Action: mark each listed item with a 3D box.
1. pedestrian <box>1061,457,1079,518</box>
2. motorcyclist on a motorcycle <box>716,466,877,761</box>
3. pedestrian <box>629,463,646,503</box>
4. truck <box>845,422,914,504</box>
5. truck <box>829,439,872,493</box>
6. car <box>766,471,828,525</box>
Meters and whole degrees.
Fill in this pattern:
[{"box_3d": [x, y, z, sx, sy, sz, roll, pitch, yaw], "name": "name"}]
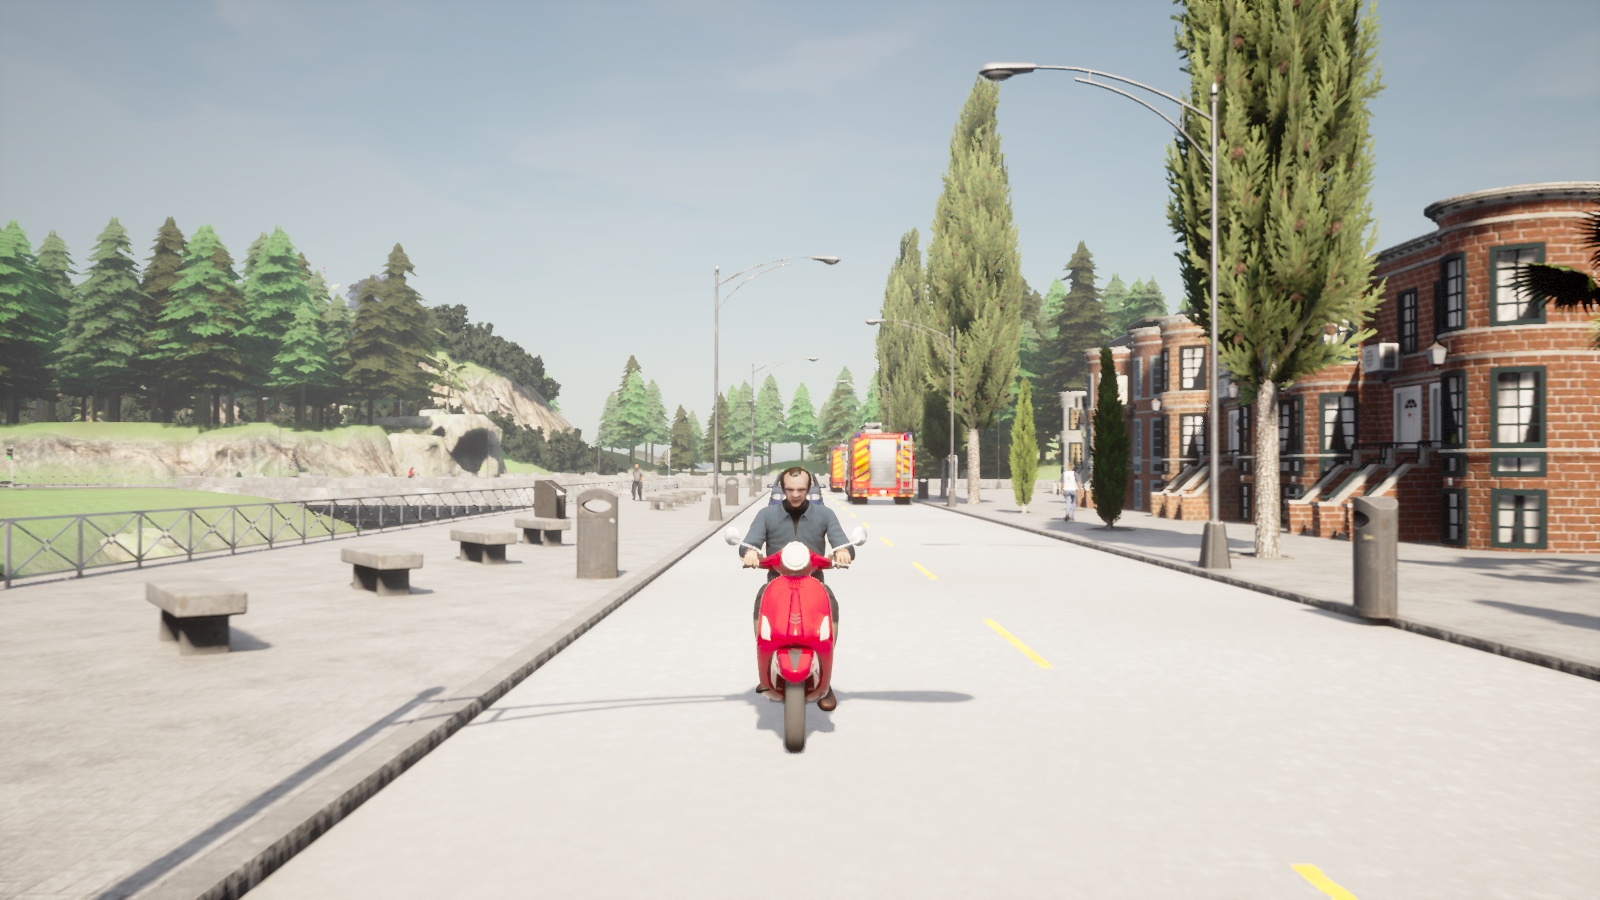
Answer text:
[{"box_3d": [8.116, 1.124, 37.750, 0.354, 1.836, 0.706, -1, -1, 24], "name": "pedestrian"}, {"box_3d": [-0.020, 0.897, 7.697, 0.866, 1.590, 1.817, 0, -1, 0], "name": "motorcyclist on a motorcycle"}, {"box_3d": [-7.586, 1.535, 58.591, 0.540, 1.848, 0.694, 0, -1, 16], "name": "pedestrian"}, {"box_3d": [3.834, 0.682, 62.573, 2.891, 3.827, 8.468, 0, -1, 0], "name": "truck"}, {"box_3d": [3.750, 1.224, 94.952, 2.891, 3.827, 8.468, 0, -1, 0], "name": "truck"}, {"box_3d": [-0.099, 1.436, 38.396, 1.789, 1.549, 3.705, 0, -1, 0], "name": "car"}]
